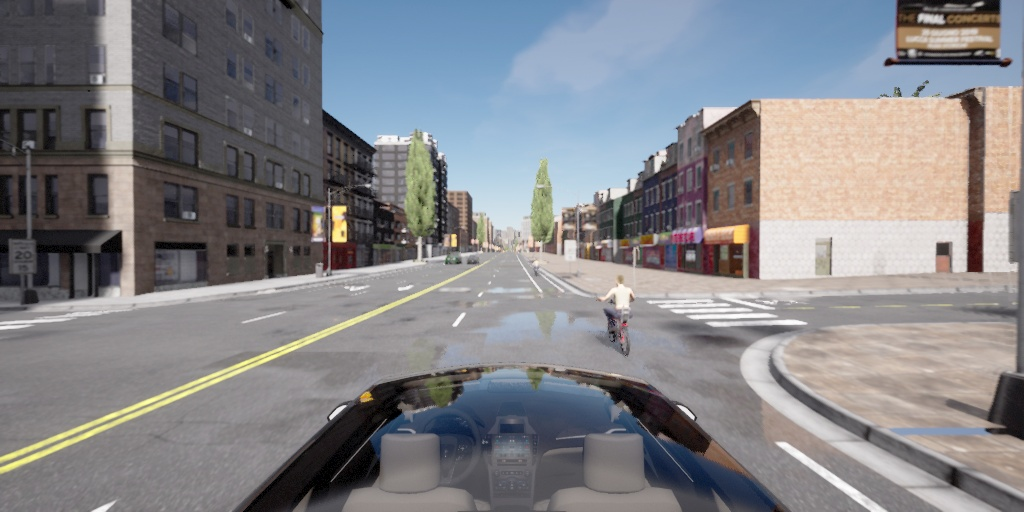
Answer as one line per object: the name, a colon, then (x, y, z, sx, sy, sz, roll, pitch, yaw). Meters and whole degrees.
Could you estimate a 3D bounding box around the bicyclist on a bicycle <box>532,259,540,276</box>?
bicyclist on a bicycle: (2.234, 1.047, 32.969, 0.866, 1.612, 1.509, 0, 1, 0)

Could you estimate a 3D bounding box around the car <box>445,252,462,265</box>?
car: (-9.747, 0.347, 60.038, 2.150, 2.045, 5.566, 0, 1, 0)

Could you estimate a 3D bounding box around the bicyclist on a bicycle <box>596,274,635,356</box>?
bicyclist on a bicycle: (2.269, 1.187, 7.669, 0.866, 1.612, 1.509, 0, 2, 0)

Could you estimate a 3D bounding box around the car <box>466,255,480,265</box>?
car: (-6.497, 0.630, 60.074, 1.837, 1.490, 4.892, 0, 1, 0)
